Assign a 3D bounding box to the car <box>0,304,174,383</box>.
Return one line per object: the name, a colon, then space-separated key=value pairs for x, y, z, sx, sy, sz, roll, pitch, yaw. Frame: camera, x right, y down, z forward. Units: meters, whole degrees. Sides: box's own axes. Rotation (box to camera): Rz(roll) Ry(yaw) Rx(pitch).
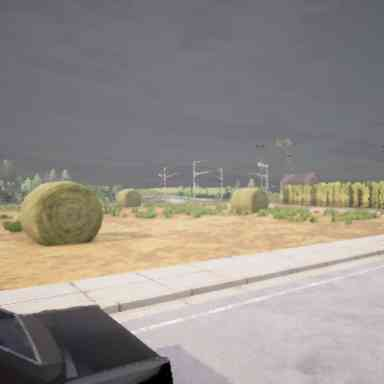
car: x=-2.561 y=1.598 z=2.166 sx=4.718 sy=1.301 sz=1.895 roll=0 pitch=0 yaw=-35
